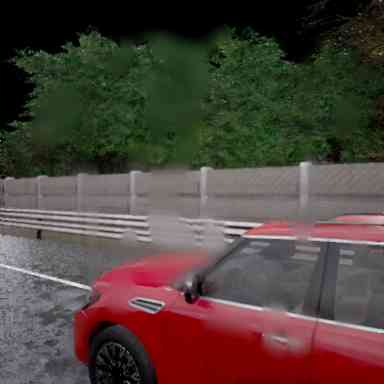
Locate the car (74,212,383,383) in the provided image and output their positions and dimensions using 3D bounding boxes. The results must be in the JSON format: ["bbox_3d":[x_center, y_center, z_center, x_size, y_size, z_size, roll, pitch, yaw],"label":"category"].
[{"bbox_3d":[1.307,1.220,3.061,5.566,2.045,2.150,0,0,36],"label":"car"}]
